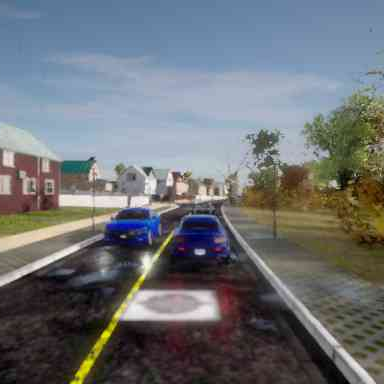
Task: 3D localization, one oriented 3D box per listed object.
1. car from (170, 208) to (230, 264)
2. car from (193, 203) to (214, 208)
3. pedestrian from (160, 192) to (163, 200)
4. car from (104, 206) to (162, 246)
[{"bbox_3d":[0.283,1.504,11.586,1.812,1.442,4.674,0,0,1],"label":"car"},{"bbox_3d":[0.975,1.579,28.197,1.895,1.301,4.718,0,0,3],"label":"car"},{"bbox_3d":[-5.804,0.849,63.376,0.375,1.860,0.375,0,-3,5],"label":"pedestrian"},{"bbox_3d":[-2.560,1.452,15.275,1.882,1.535,5.008,0,0,2],"label":"car"}]
